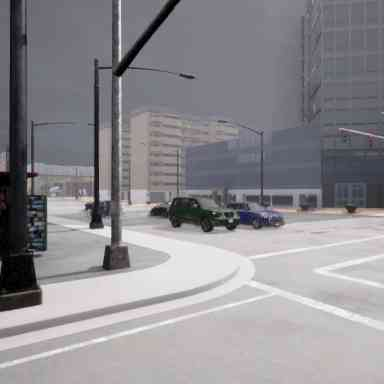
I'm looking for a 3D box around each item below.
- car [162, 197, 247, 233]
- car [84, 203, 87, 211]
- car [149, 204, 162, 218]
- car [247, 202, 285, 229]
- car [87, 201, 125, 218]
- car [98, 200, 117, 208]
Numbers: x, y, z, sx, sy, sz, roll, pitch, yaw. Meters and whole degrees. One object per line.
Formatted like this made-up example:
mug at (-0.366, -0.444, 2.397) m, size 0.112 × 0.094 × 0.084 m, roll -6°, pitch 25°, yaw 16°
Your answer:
car at (0.598, 1.336, 21.235) m, size 2.150 × 2.045 × 5.566 m, roll 0°, pitch -1°, yaw -36°
car at (-13.700, 2.011, 46.981) m, size 2.128 × 1.511 × 4.902 m, roll 0°, pitch -1°, yaw -35°
car at (-2.340, 1.798, 31.243) m, size 1.994 × 1.385 × 4.181 m, roll 0°, pitch -1°, yaw -36°
car at (4.004, 1.459, 22.501) m, size 2.097 × 1.767 × 4.553 m, roll 0°, pitch -1°, yaw -36°
car at (-8.616, 1.674, 33.933) m, size 2.097 × 1.767 × 4.553 m, roll 0°, pitch -1°, yaw -36°
car at (-15.873, 2.281, 62.131) m, size 1.994 × 1.385 × 4.181 m, roll 0°, pitch -1°, yaw -36°
